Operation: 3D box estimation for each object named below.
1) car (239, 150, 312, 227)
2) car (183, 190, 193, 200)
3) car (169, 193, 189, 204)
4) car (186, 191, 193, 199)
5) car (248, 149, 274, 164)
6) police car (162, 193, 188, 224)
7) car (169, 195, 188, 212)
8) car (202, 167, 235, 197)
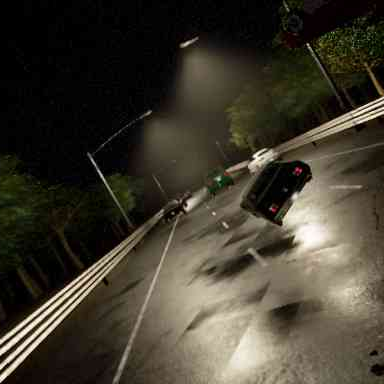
[{"bbox_3d":[2.573,-0.044,11.412,1.895,1.301,4.718,-57,1,0],"label":"car"},{"bbox_3d":[-1.044,0.723,84.499,2.128,1.511,4.902,-30,1,0],"label":"car"},{"bbox_3d":[-1.855,1.334,40.054,2.150,2.045,5.566,-30,0,0],"label":"car"},{"bbox_3d":[-0.890,0.920,64.429,2.033,1.411,5.357,-30,0,0],"label":"car"},{"bbox_3d":[5.562,-2.497,26.256,1.812,1.442,4.674,-30,0,-2],"label":"car"},{"bbox_3d":[-1.694,1.568,30.136,1.930,1.638,5.238,-30,0,0],"label":"police car"},{"bbox_3d":[-1.763,1.520,46.027,1.882,1.535,5.008,-30,0,0],"label":"car"},{"bbox_3d":[2.226,-0.943,29.754,2.150,2.045,5.566,-30,0,0],"label":"car"}]
